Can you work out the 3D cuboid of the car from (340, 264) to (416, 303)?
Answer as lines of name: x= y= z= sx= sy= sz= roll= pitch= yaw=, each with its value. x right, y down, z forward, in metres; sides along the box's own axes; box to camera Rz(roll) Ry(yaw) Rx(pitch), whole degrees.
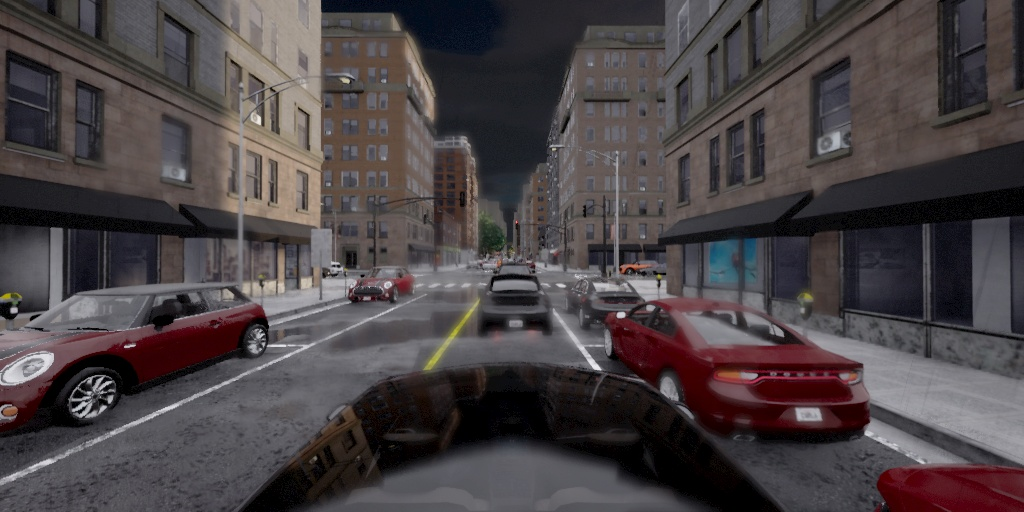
car: x=-5.832 y=1.191 z=16.451 sx=1.967 sy=1.591 sz=4.097 roll=0 pitch=0 yaw=0

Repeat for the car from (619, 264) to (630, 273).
car: x=14.029 y=1.211 z=39.324 sx=4.553 sy=1.767 sz=2.097 roll=0 pitch=0 yaw=0

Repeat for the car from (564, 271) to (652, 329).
car: x=2.685 y=1.301 z=10.949 sx=2.007 sy=1.370 sz=4.403 roll=0 pitch=0 yaw=0

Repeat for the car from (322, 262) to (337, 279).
car: x=-17.471 y=1.120 z=29.232 sx=5.008 sy=1.535 sz=1.882 roll=0 pitch=0 yaw=-2

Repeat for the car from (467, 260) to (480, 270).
car: x=-5.901 y=1.331 z=54.812 sx=2.007 sy=1.370 sz=4.403 roll=0 pitch=0 yaw=0

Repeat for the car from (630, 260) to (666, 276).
car: x=15.195 y=1.386 z=36.063 sx=5.357 sy=1.411 sz=2.033 roll=0 pitch=0 yaw=0

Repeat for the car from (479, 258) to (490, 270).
car: x=-3.116 y=1.376 z=50.826 sx=1.895 sy=1.301 sz=4.718 roll=0 pitch=0 yaw=0

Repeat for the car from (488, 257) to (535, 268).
car: x=0.123 y=1.103 z=17.788 sx=2.097 sy=1.767 sz=4.553 roll=0 pitch=0 yaw=0

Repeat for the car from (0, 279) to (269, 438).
car: x=-5.851 y=1.189 z=5.465 sx=1.967 sy=1.591 sz=4.097 roll=0 pitch=0 yaw=0

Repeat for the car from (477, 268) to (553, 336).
car: x=0.058 y=1.255 z=10.373 sx=1.837 sy=1.490 sz=4.892 roll=0 pitch=0 yaw=-1

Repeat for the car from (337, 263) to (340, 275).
car: x=-18.361 y=0.886 z=32.475 sx=5.566 sy=2.045 sz=2.150 roll=0 pitch=0 yaw=-1

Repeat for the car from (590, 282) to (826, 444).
car: x=2.676 y=1.295 z=5.458 sx=1.888 sy=1.381 sz=4.507 roll=0 pitch=0 yaw=0
